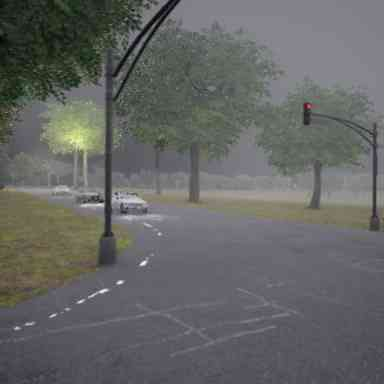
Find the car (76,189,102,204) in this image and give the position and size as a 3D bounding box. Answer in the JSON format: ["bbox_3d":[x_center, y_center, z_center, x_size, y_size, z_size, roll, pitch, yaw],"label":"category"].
[{"bbox_3d":[-10.107,0.368,32.954,1.994,1.385,4.181,1,2,-32],"label":"car"}]

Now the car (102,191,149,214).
[{"bbox_3d":[-4.804,0.703,24.456,1.812,1.442,4.674,1,2,-32],"label":"car"}]

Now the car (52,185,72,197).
[{"bbox_3d":[-17.543,-0.174,44.895,1.812,1.442,4.674,1,2,-32],"label":"car"}]
